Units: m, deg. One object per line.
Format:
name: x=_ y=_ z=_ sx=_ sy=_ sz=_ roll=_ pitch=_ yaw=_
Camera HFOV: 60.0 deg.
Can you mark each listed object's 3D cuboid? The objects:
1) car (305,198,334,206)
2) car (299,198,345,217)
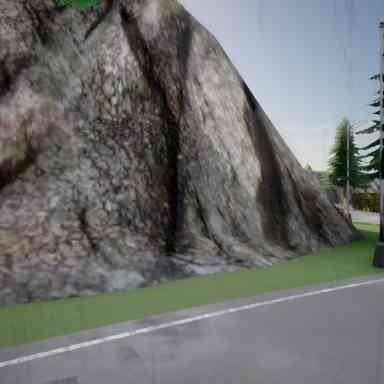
car: x=21.393 y=1.666 z=55.740 sx=4.718 sy=1.301 sz=1.895 roll=0 pitch=0 yaw=-29
car: x=12.082 y=1.525 z=31.239 sx=1.812 sy=1.442 sz=4.674 roll=0 pitch=0 yaw=-24
